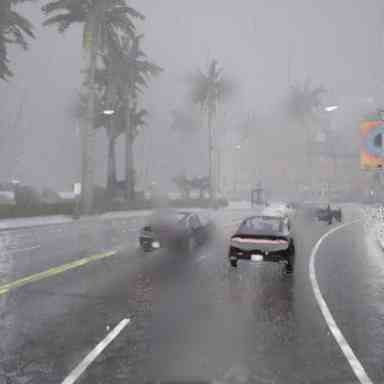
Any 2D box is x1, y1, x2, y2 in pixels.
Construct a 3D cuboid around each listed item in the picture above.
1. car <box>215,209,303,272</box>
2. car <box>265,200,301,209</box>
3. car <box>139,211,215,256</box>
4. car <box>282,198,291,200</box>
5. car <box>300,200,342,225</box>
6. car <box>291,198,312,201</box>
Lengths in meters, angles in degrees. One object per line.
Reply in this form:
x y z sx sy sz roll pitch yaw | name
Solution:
2.513 1.539 11.111 2.128 1.511 4.902 0 0 19 | car
7.302 1.651 27.487 1.812 1.442 4.674 0 0 35 | car
-0.371 1.535 13.372 1.837 1.490 4.892 0 0 20 | car
12.859 1.564 44.350 4.553 1.767 2.097 1 0 -41 | car
10.150 1.649 25.459 1.837 1.490 4.892 0 0 35 | car
14.676 1.744 41.344 4.674 1.442 1.812 1 0 -42 | car
